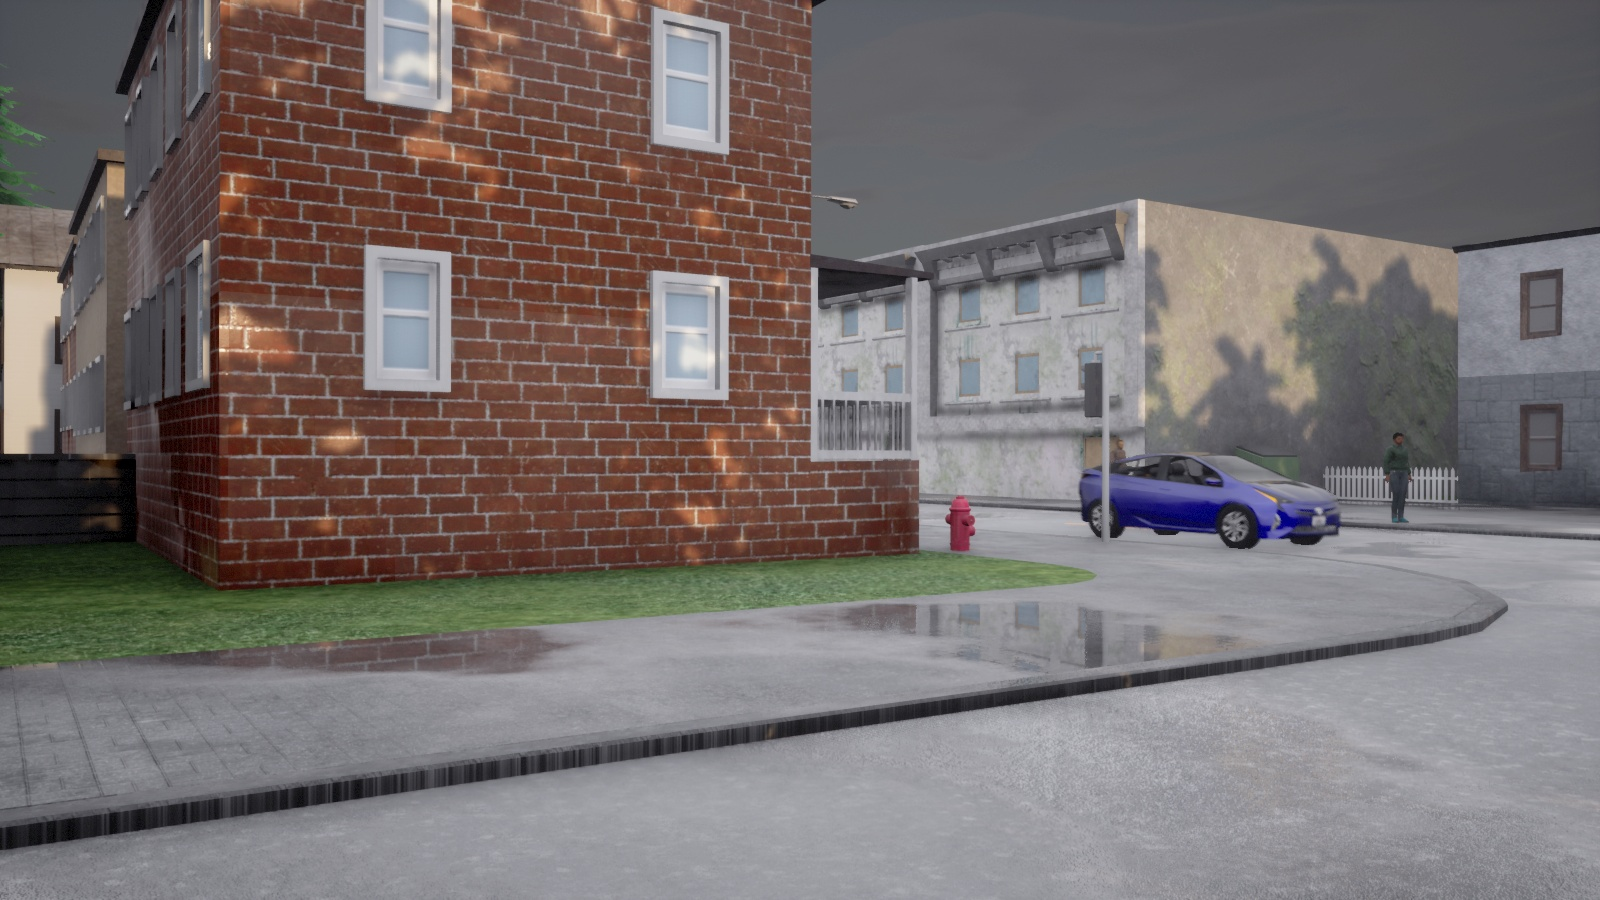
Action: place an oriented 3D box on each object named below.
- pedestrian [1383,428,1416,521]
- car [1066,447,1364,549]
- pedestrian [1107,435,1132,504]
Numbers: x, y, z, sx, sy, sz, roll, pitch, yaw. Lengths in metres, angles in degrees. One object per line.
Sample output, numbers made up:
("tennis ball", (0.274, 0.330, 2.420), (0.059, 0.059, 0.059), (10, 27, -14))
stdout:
("pedestrian", (12.145, 0.491, 25.450), (0.353, 1.847, 0.614), (0, 0, -3))
("car", (6.839, 0.729, 21.199), (2.007, 1.525, 4.514), (0, 0, -33))
("pedestrian", (8.555, 0.519, 33.592), (0.331, 1.846, 0.634), (0, 0, -23))
